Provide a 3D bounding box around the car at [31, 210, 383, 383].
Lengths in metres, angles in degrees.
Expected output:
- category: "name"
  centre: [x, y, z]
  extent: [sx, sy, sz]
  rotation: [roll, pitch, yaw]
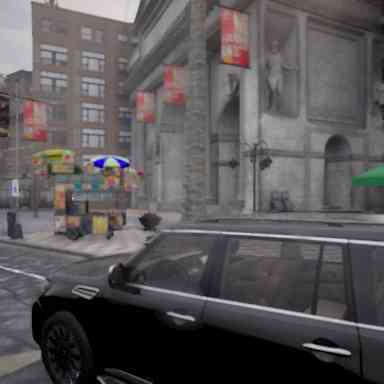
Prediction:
- category: "car"
  centre: [0.602, 1.224, 3.507]
  extent: [5.566, 2.045, 2.150]
  rotation: [0, 0, 36]
